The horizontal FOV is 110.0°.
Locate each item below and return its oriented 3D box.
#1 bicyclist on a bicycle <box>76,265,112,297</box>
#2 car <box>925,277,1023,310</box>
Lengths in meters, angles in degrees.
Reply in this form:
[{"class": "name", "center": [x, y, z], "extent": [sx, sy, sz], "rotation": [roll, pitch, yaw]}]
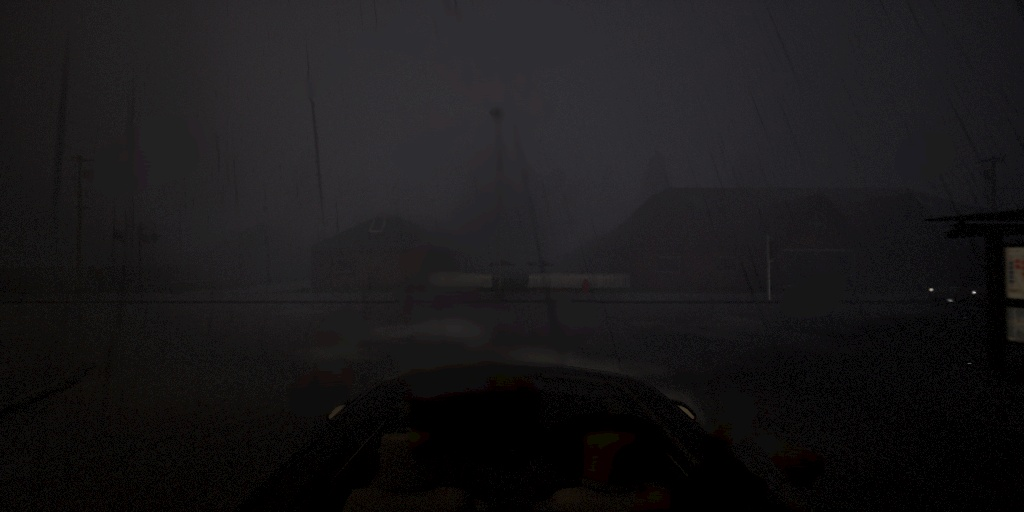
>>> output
[{"class": "bicyclist on a bicycle", "center": [-22.150, 1.326, 19.030], "extent": [0.582, 1.620, 1.656], "rotation": [0, 0, 0]}, {"class": "car", "center": [20.302, 1.525, 14.813], "extent": [4.718, 1.301, 1.895], "rotation": [0, -1, 0]}]
